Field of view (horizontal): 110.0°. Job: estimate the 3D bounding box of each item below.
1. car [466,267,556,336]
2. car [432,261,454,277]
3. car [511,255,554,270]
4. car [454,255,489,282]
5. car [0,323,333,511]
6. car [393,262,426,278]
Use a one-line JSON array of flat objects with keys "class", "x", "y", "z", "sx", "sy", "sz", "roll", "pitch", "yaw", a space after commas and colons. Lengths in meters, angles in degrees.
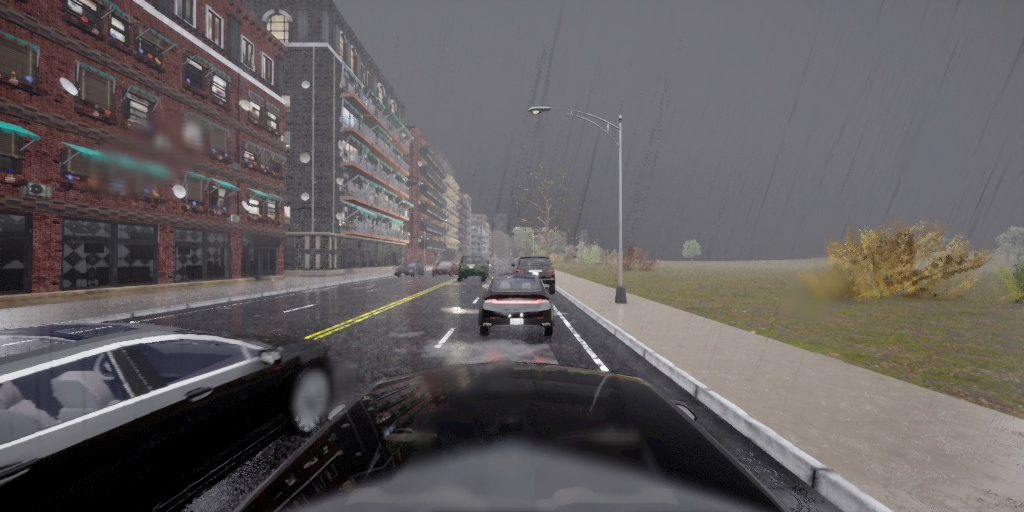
[{"class": "car", "x": 0.107, "y": 1.243, "z": 10.399, "sx": 2.128, "sy": 1.511, "sz": 4.902, "roll": 0, "pitch": 0, "yaw": 0}, {"class": "car", "x": -6.577, "y": 1.229, "z": 35.463, "sx": 1.882, "sy": 1.535, "sz": 5.008, "roll": 0, "pitch": 0, "yaw": 0}, {"class": "car", "x": 1.151, "y": 0.977, "z": 20.268, "sx": 2.150, "sy": 2.045, "sz": 5.566, "roll": 0, "pitch": 0, "yaw": 0}, {"class": "car", "x": -3.117, "y": 0.967, "z": 29.630, "sx": 2.150, "sy": 2.045, "sz": 5.566, "roll": 0, "pitch": -1, "yaw": -1}, {"class": "car", "x": -3.149, "y": 1.241, "z": 2.562, "sx": 2.128, "sy": 1.511, "sz": 4.902, "roll": 0, "pitch": 0, "yaw": 0}, {"class": "car", "x": -9.828, "y": 1.299, "z": 34.893, "sx": 2.033, "sy": 1.411, "sz": 5.357, "roll": 0, "pitch": 0, "yaw": 0}]
